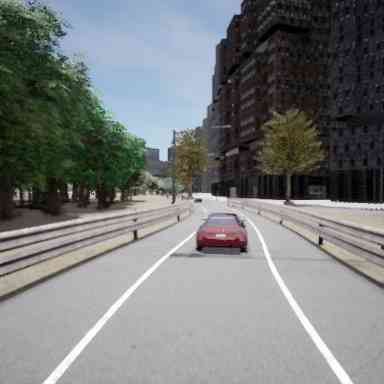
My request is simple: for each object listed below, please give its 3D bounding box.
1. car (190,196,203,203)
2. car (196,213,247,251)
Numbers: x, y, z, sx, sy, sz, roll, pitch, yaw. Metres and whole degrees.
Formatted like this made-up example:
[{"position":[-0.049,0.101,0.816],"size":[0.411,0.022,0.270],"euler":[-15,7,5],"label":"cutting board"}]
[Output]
[{"position":[0.862,1.534,69.951],"size":[1.895,1.301,4.718],"euler":[0,0,-12],"label":"car"},{"position":[1.327,1.576,14.217],"size":[1.994,1.385,4.181],"euler":[0,0,8],"label":"car"}]
